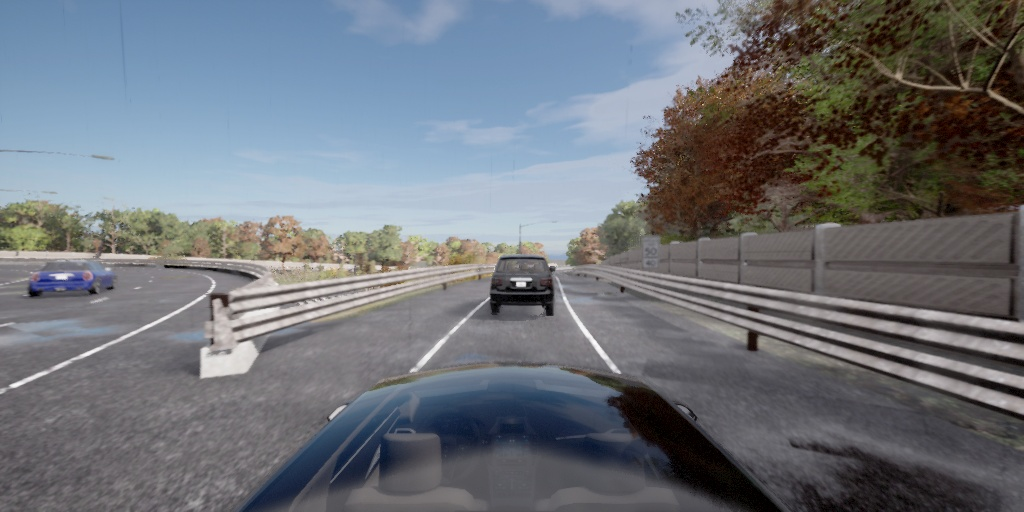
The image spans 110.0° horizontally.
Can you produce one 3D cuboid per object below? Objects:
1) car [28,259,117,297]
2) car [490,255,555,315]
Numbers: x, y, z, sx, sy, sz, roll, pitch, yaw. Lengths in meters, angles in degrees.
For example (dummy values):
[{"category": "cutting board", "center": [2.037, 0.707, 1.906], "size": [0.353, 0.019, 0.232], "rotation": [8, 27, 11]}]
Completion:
[{"category": "car", "center": [-22.294, 1.022, 18.422], "size": [2.097, 1.767, 4.553], "rotation": [0, 0, -37]}, {"category": "car", "center": [0.480, 0.968, 13.772], "size": [2.150, 2.045, 5.566], "rotation": [0, 0, 4]}]
